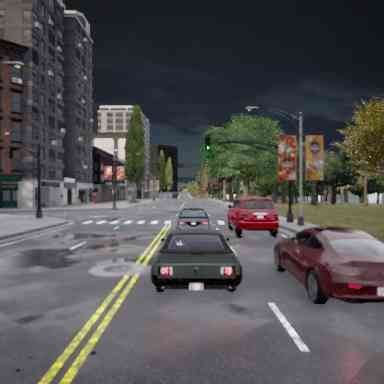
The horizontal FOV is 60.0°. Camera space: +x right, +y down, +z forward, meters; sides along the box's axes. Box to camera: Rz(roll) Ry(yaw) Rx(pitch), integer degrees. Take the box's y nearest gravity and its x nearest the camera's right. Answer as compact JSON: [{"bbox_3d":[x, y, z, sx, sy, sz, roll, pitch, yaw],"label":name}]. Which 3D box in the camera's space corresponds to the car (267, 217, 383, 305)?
[{"bbox_3d":[3.339,1.560,8.038,1.812,1.442,4.674,0,0,0],"label":"car"}]

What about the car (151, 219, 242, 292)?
[{"bbox_3d":[0.086,1.639,8.964,1.895,1.301,4.718,0,0,0],"label":"car"}]

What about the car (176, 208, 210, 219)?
[{"bbox_3d":[0.070,1.628,19.056,2.033,1.411,5.357,0,0,0],"label":"car"}]

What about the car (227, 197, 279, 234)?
[{"bbox_3d":[3.319,1.303,18.851,2.150,2.045,5.566,0,0,0],"label":"car"}]
